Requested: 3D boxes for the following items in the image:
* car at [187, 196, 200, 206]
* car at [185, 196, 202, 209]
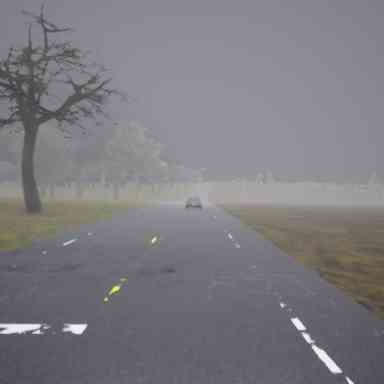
[{"bbox_3d":[0.263,1.320,50.807,1.837,1.490,4.892,0,0,0],"label":"car"},{"bbox_3d":[0.206,1.336,40.413,1.994,1.385,4.181,0,0,0],"label":"car"}]
